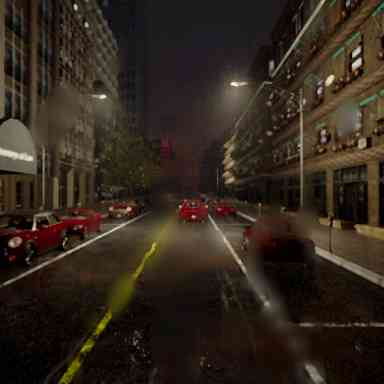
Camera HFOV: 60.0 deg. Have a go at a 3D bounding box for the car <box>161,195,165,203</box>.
[{"bbox_3d":[-5.672,1.348,50.599,2.008,1.369,4.403,1,0,0],"label":"car"}]

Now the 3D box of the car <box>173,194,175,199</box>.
[{"bbox_3d":[-5.666,1.174,90.194,2.008,1.369,4.403,1,0,0],"label":"car"}]

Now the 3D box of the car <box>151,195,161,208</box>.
[{"bbox_3d":[-5.673,1.365,44.943,1.887,1.381,4.507,1,0,0],"label":"car"}]

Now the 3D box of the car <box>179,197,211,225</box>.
[{"bbox_3d":[0.104,1.388,23.228,1.882,1.535,5.008,0,0,0],"label":"car"}]

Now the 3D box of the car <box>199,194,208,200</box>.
[{"bbox_3d":[2.678,1.256,78.843,1.802,1.307,4.206,1,0,0],"label":"car"}]

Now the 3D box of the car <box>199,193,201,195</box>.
[{"bbox_3d":[2.716,1.315,61.874,1.947,1.339,4.313,1,0,0],"label":"car"}]

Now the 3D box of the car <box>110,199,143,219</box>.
[{"bbox_3d":[-5.674,1.331,27.974,1.967,1.590,4.097,1,0,0],"label":"car"}]

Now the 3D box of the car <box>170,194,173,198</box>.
[{"bbox_3d":[-5.669,1.225,73.056,1.752,1.417,4.829,1,0,0],"label":"car"}]

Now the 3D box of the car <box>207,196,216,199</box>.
[{"bbox_3d":[2.706,1.419,33.593,2.008,1.369,4.403,1,0,0],"label":"car"}]

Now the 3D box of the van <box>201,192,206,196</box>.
[{"bbox_3d":[2.711,1.139,50.561,1.690,1.788,3.998,1,0,0],"label":"van"}]

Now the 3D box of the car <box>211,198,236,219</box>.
[{"bbox_3d":[2.704,1.473,27.937,1.802,1.307,4.206,1,0,0],"label":"car"}]

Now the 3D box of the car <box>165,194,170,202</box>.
[{"bbox_3d":[-5.671,1.300,61.913,2.008,1.369,4.403,1,0,0],"label":"car"}]

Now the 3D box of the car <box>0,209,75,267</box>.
[{"bbox_3d":[-5.677,1.399,11.003,1.967,1.590,4.097,1,0,0],"label":"car"}]

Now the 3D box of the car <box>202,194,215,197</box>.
[{"bbox_3d":[2.707,1.372,44.906,2.008,1.369,4.403,1,0,0],"label":"car"}]

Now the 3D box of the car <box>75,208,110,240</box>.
[{"bbox_3d":[-5.678,1.519,16.659,1.802,1.307,4.206,1,0,0],"label":"car"}]

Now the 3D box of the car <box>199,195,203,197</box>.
[{"bbox_3d":[0.106,1.437,41.091,1.895,1.301,4.718,0,0,0],"label":"car"}]

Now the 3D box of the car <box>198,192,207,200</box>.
[{"bbox_3d":[2.683,0.964,84.498,2.192,1.841,5.009,1,0,0],"label":"car"}]

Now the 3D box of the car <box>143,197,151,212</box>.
[{"bbox_3d":[-5.675,1.433,33.631,1.947,1.339,4.313,1,0,0],"label":"car"}]

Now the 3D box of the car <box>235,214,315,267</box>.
[{"bbox_3d":[2.701,1.541,10.967,1.802,1.307,4.206,1,0,0],"label":"car"}]
